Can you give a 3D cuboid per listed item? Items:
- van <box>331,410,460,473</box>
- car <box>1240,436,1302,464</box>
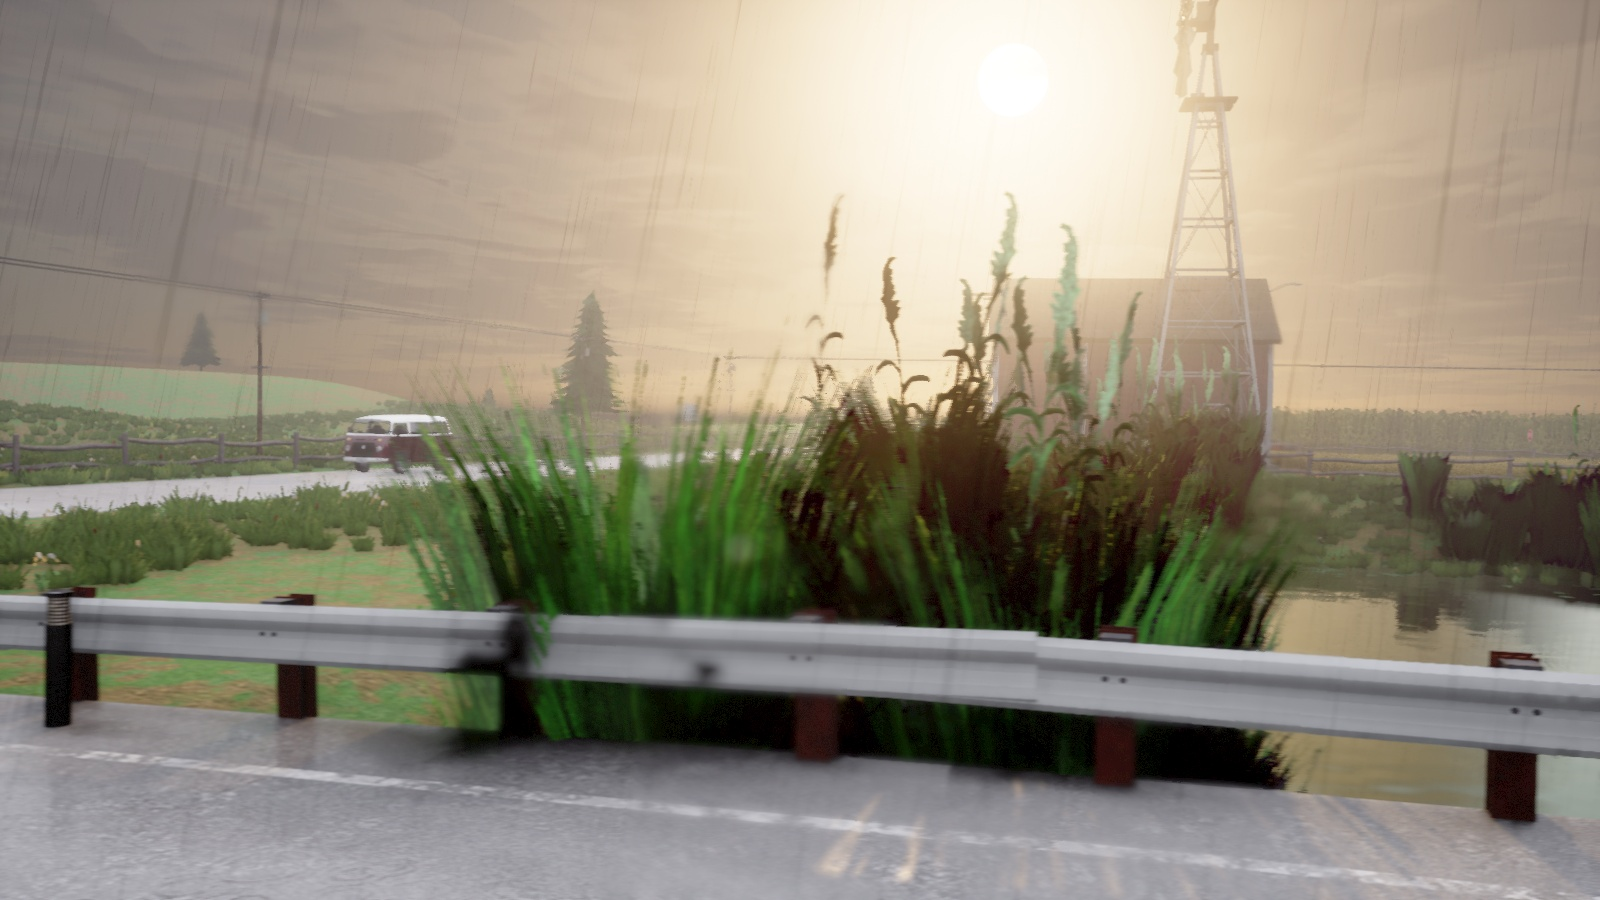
[{"bbox_3d":[-14.091,-0.327,44.032,2.069,2.038,4.480,2,1,16],"label":"van"},{"bbox_3d":[33.770,0.003,90.179,3.866,1.878,1.905,2,1,11],"label":"car"}]
